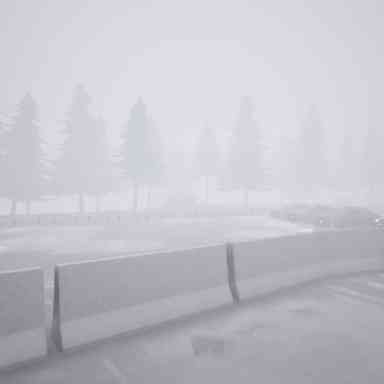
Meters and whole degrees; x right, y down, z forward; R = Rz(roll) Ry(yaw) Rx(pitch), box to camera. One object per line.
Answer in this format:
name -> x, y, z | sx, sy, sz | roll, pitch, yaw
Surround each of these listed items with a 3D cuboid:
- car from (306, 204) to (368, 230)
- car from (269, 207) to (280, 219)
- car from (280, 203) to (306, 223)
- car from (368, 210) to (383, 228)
car -> 9.467, 1.564, 20.284 | 4.181, 1.385, 1.994 | 0, 0, -21
car -> 8.458, 1.564, 27.357 | 4.181, 1.385, 1.994 | 0, 0, -21
car -> 8.833, 1.564, 23.771 | 4.181, 1.385, 1.994 | 0, 0, -21
car -> 12.000, 1.601, 17.597 | 4.718, 1.301, 1.895 | 0, 0, -20
